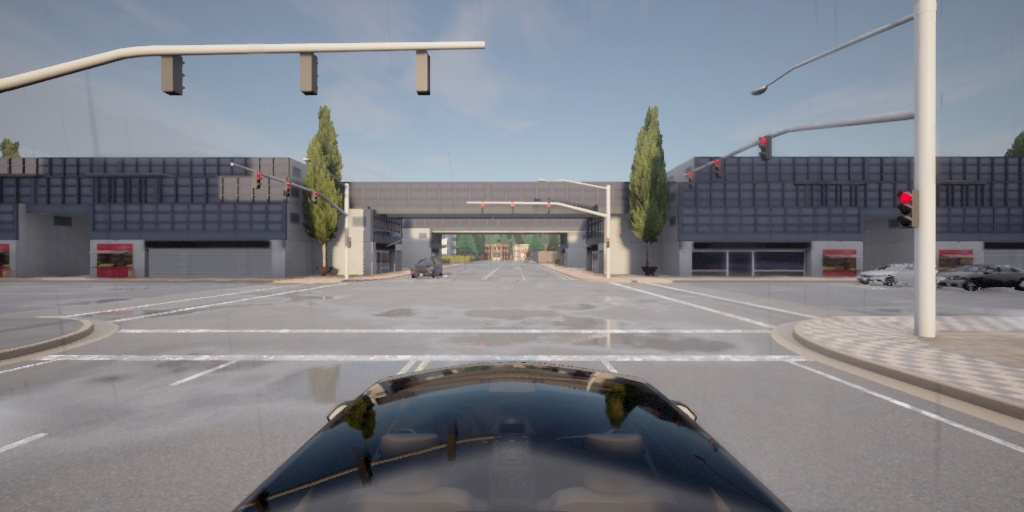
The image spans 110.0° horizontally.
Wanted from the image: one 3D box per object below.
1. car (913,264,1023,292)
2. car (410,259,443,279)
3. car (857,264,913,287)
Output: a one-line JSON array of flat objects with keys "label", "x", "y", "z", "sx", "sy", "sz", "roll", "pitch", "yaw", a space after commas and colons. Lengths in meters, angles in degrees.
[{"label": "car", "x": 27.041, "y": 1.240, "z": 20.756, "sx": 4.902, "sy": 1.511, "sz": 2.128, "roll": 0, "pitch": 0, "yaw": 0}, {"label": "car", "x": -7.683, "y": 1.045, "z": 32.672, "sx": 2.097, "sy": 1.767, "sz": 4.553, "roll": 0, "pitch": 0, "yaw": 0}, {"label": "car", "x": 26.190, "y": 1.274, "z": 24.242, "sx": 4.674, "sy": 1.442, "sz": 1.812, "roll": 0, "pitch": 0, "yaw": 0}]
